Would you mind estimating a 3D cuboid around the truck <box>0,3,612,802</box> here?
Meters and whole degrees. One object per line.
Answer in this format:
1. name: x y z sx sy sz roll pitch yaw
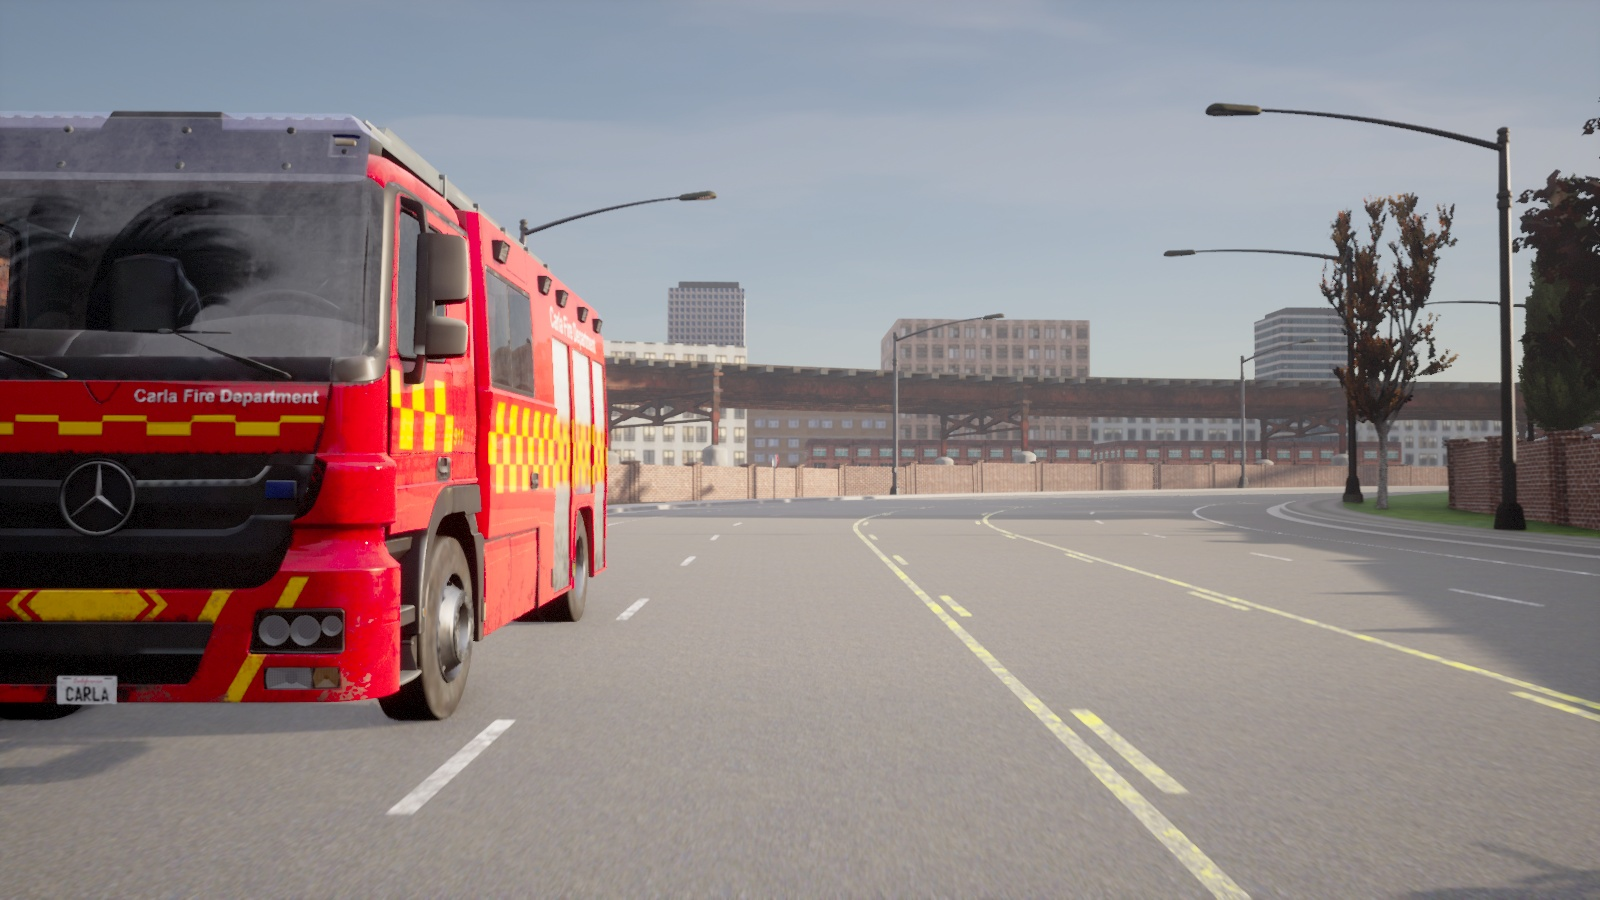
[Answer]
1. truck: -3.570 -0.174 10.245 2.891 3.827 8.468 0 -1 -1
